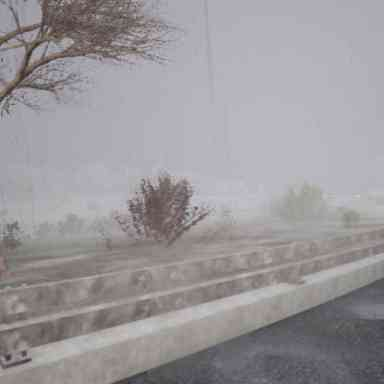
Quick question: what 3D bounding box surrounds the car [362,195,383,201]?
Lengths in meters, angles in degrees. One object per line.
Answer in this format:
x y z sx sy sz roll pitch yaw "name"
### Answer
44.340 1.536 82.453 2.033 1.411 5.357 0 0 0 "car"
